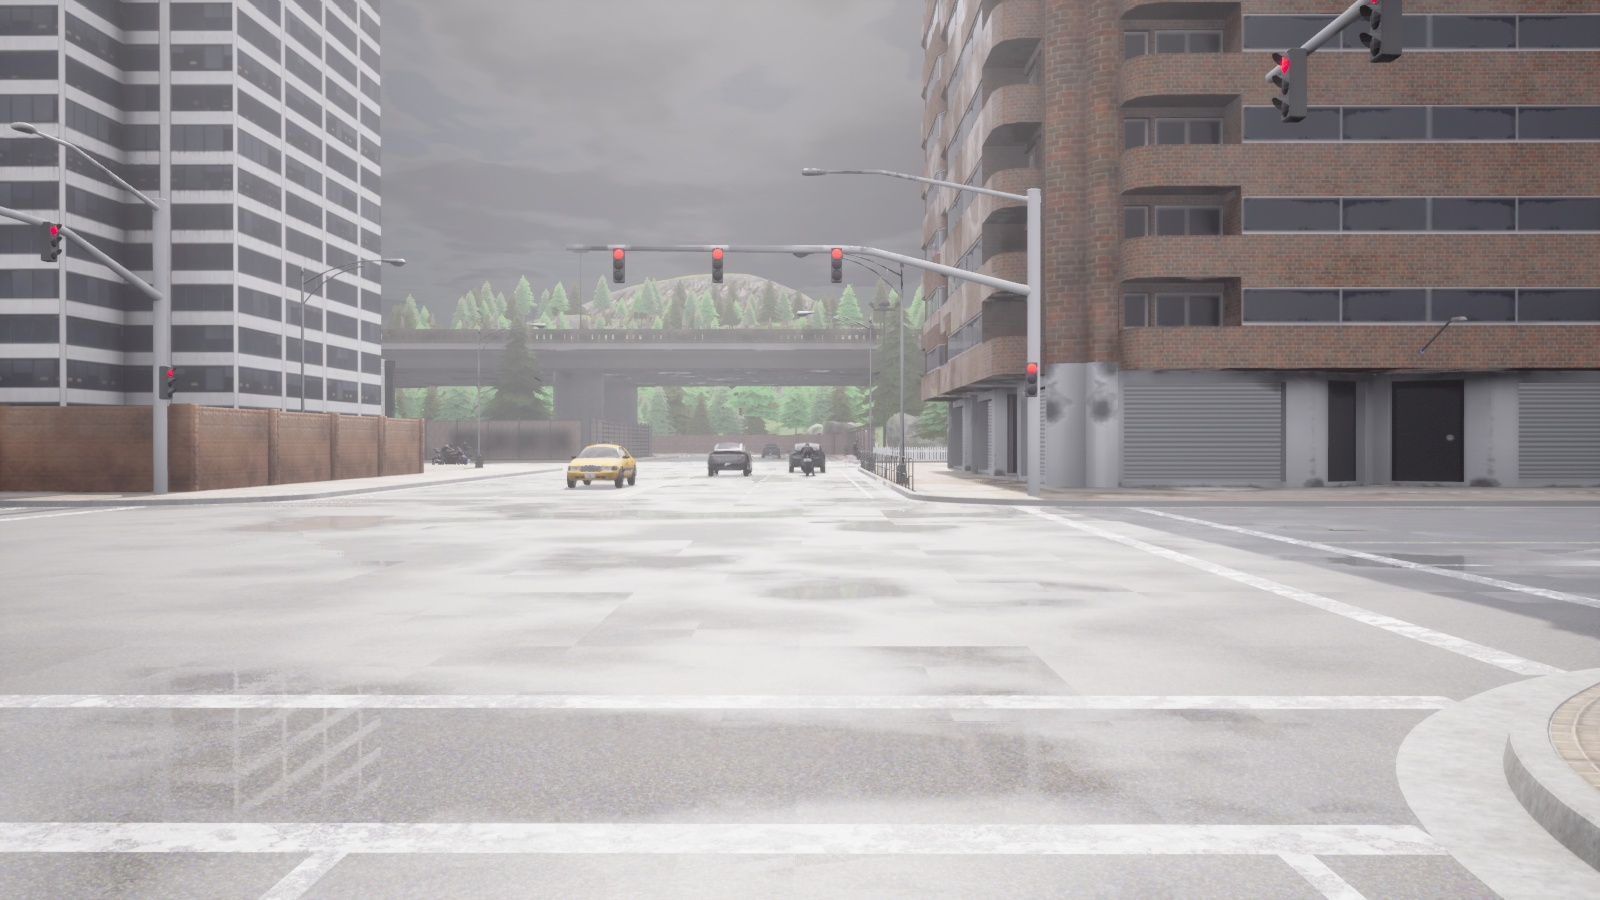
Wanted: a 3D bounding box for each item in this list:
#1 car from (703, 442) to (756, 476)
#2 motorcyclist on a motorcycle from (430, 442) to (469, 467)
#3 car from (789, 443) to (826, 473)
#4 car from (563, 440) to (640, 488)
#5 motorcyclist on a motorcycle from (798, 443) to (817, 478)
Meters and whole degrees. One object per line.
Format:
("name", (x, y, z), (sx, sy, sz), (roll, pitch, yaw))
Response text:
("car", (-3.172, 0.374, 57.701), (2.128, 1.511, 4.902), (0, 0, 0))
("motorcyclist on a motorcycle", (-21.552, 0.273, 77.215), (2.191, 1.530, 0.866), (0, 0, 0))
("car", (0.366, 0.387, 64.584), (1.837, 1.490, 4.892), (0, 0, 0))
("car", (-6.751, 0.436, 43.262), (1.801, 1.575, 5.366), (0, 0, 0))
("motorcyclist on a motorcycle", (0.336, 0.460, 57.078), (0.866, 1.530, 2.191), (0, 0, 0))
